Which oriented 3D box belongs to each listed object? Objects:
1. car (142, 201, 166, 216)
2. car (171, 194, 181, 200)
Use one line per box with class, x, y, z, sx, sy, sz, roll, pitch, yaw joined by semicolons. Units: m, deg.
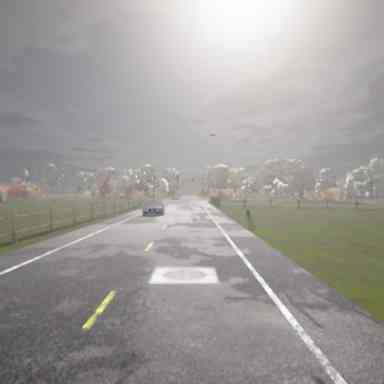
car;-3.592;1.542;32.062;1.994;1.385;4.181;0;0;0
car;-3.495;1.270;73.332;1.837;1.490;4.892;0;0;0
